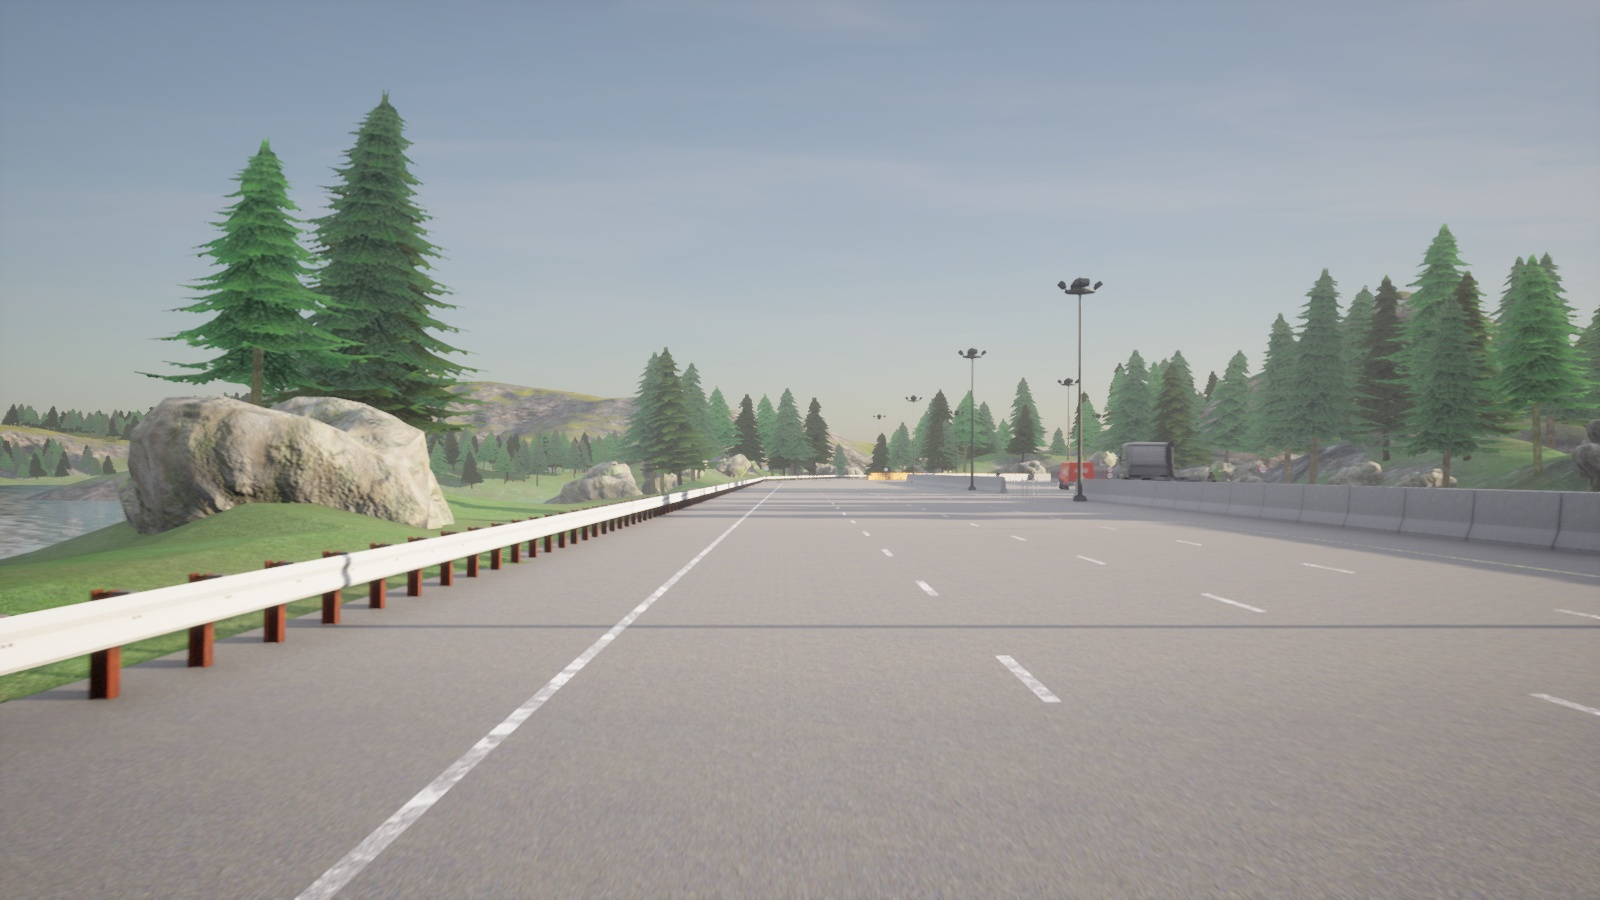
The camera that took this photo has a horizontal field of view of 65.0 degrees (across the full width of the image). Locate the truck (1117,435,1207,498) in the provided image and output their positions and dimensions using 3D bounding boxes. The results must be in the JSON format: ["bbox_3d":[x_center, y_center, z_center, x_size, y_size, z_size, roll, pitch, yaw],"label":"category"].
[{"bbox_3d":[20.824,0.967,72.764,2.891,3.462,7.936,0,-1,0],"label":"truck"}]
